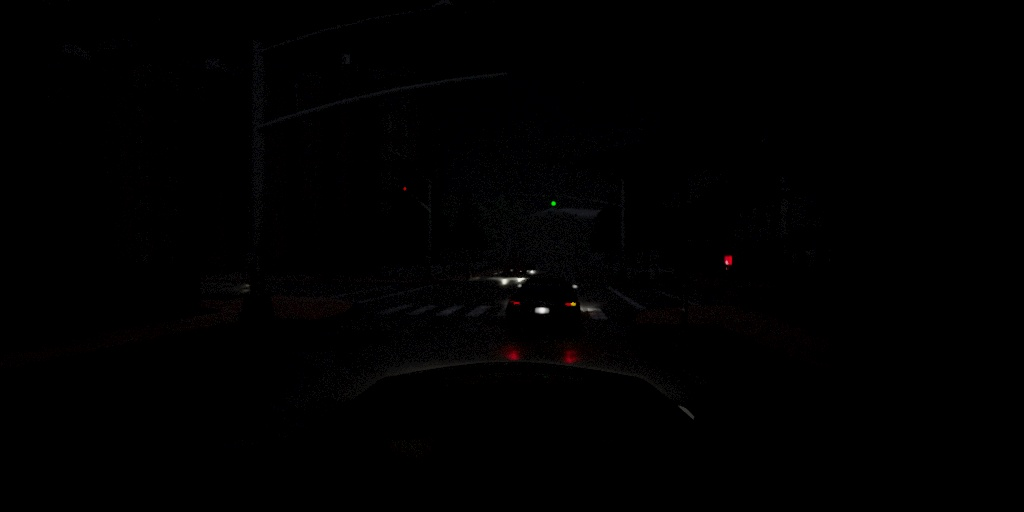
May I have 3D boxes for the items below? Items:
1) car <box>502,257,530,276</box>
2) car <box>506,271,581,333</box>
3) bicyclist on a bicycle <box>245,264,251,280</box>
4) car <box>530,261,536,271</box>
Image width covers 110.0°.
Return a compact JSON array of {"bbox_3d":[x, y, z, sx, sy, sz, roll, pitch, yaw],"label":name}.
[{"bbox_3d":[0.359,1.099,39.009,2.150,2.045,5.566,0,0,8],"label":"car"},{"bbox_3d":[1.051,1.338,10.928,1.994,1.385,4.181,0,0,9],"label":"car"},{"bbox_3d":[-21.002,1.099,29.170,0.582,1.620,1.656,0,0,10],"label":"bicyclist on a bicycle"},{"bbox_3d":[2.511,1.484,54.461,1.994,1.385,4.181,0,0,8],"label":"car"}]
